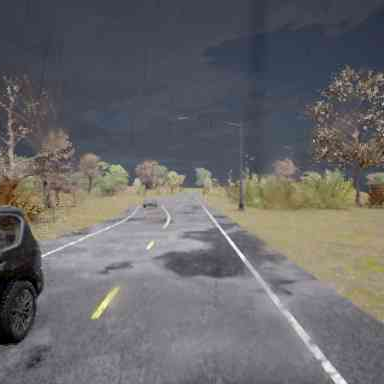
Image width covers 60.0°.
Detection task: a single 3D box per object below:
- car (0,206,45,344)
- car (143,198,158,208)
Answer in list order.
[{"bbox_3d":[-3.598,1.223,3.471,2.150,2.045,5.566,0,0,0],"label":"car"},{"bbox_3d":[-5.771,1.533,46.213,1.994,1.385,4.181,0,0,-7],"label":"car"}]
